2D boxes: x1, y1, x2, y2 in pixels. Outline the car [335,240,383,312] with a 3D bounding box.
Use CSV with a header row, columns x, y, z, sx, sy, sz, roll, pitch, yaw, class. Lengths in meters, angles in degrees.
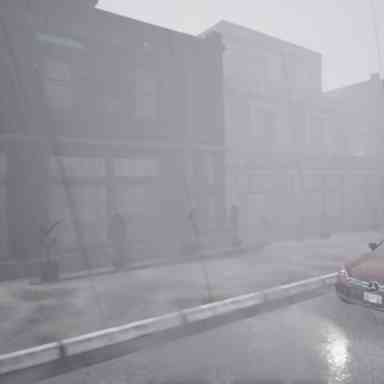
x,y,z,sx,sy,sz,roll,pitch,yaw,class
4.931,1.504,6.903,4.674,1.442,1.812,0,0,-35,car
